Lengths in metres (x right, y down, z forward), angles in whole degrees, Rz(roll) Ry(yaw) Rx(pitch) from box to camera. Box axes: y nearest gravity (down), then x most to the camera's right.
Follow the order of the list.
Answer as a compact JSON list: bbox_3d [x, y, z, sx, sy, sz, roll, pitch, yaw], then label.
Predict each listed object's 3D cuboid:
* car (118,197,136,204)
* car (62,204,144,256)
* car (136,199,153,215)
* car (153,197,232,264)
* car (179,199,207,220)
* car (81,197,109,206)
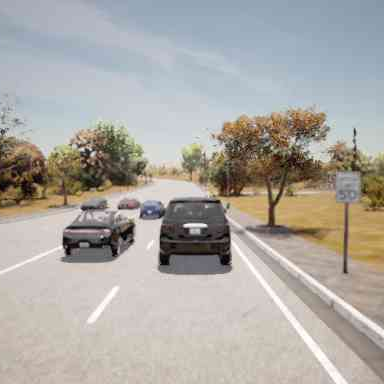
[{"bbox_3d":[-7.085,1.260,37.295,1.994,1.385,4.181,0,2,0],"label":"car"},{"bbox_3d":[-3.411,1.451,12.959,2.128,1.511,4.902,0,0,0],"label":"car"},{"bbox_3d":[-3.404,1.428,29.094,1.812,1.442,4.674,0,1,0],"label":"car"},{"bbox_3d":[0.089,1.182,11.772,2.150,2.045,5.566,0,0,0],"label":"car"},{"bbox_3d":[0.093,1.401,28.155,2.128,1.511,4.902,0,0,0],"label":"car"},{"bbox_3d":[-10.589,1.273,36.545,2.033,1.411,5.357,0,2,0],"label":"car"}]
